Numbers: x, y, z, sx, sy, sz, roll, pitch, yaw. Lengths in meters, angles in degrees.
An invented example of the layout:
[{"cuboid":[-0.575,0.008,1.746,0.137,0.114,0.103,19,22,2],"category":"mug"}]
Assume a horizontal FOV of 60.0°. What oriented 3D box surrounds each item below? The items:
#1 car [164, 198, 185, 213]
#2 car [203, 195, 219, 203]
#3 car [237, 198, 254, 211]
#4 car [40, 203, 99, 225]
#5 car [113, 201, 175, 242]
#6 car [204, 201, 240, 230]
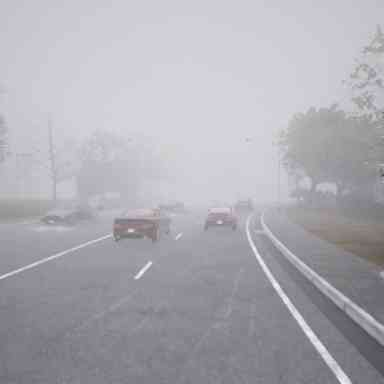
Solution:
[{"cuboid":[-2.212,1.427,36.491,1.882,1.535,5.008,0,0,15],"category":"car"},{"cuboid":[3.734,1.432,63.408,1.837,1.490,4.892,0,0,24],"category":"car"},{"cuboid":[6.524,1.476,40.966,2.128,1.511,4.902,0,0,17],"category":"car"},{"cuboid":[-8.512,1.490,23.761,2.033,1.411,5.357,0,0,9],"category":"car"},{"cuboid":[-2.284,1.453,16.299,1.882,1.535,5.008,0,0,6],"category":"car"},{"cuboid":[1.874,1.512,20.798,1.812,1.442,4.674,0,0,8],"category":"car"}]
